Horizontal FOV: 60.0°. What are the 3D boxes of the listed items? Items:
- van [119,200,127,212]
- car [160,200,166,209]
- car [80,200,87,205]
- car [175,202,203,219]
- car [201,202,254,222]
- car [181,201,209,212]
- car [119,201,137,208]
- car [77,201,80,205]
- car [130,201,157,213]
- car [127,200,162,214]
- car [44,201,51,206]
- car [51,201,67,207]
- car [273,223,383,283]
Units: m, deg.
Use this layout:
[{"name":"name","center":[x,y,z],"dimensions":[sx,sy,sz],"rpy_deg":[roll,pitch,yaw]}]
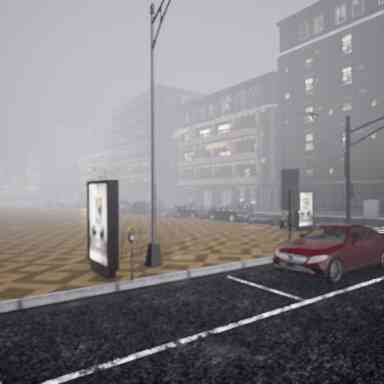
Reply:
[{"name":"van","center":[-11.066,2.018,49.251],"dimensions":[1.690,1.788,3.998],"rpy_deg":[-2,0,-36]},{"name":"car","center":[-6.240,2.096,56.930],"dimensions":[1.967,1.590,4.097],"rpy_deg":[-2,0,-36]},{"name":"car","center":[-25.848,2.712,83.985],"dimensions":[1.947,1.339,4.313],"rpy_deg":[-2,0,-36]},{"name":"car","center":[-0.059,1.953,33.896],"dimensions":[2.008,1.369,4.403],"rpy_deg":[-2,0,-36]},{"name":"car","center":[3.209,1.872,29.386],"dimensions":[2.008,1.369,4.403],"rpy_deg":[-2,0,-36]},{"name":"car","center":[0.360,2.074,47.956],"dimensions":[1.802,1.307,4.206],"rpy_deg":[-2,0,-36]},{"name":"car","center":[-12.776,2.401,65.947],"dimensions":[1.802,1.307,4.206],"rpy_deg":[-2,0,-36]},{"name":"car","center":[-29.116,2.773,88.495],"dimensions":[1.887,1.381,4.507],"rpy_deg":[-2,0,-36]},{"name":"car","center":[-7.049,2.112,48.233],"dimensions":[1.837,1.490,4.892],"rpy_deg":[-1,0,-36]},{"name":"car","center":[-6.142,2.098,42.367],"dimensions":[1.887,1.381,4.507],"rpy_deg":[-2,0,-36]},{"name":"car","center":[-35.902,2.844,83.578],"dimensions":[1.887,1.381,4.507],"rpy_deg":[-2,0,-36]},{"name":"car","center":[-29.366,2.686,74.559],"dimensions":[2.008,1.369,4.403],"rpy_deg":[-2,0,-36]},{"name":"car","center":[4.162,1.574,9.540],"dimensions":[4.206,1.307,1.802],"rpy_deg":[0,0,-36]}]
